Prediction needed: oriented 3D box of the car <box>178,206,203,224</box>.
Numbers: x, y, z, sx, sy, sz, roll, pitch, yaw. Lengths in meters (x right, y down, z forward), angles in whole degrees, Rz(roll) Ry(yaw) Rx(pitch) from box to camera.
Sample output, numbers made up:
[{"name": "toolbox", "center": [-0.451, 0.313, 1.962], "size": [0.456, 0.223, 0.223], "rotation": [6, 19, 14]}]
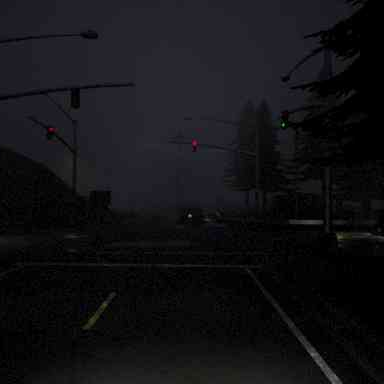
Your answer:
[{"name": "car", "center": [-0.081, 1.866, 27.983], "size": [1.994, 1.385, 4.181], "rotation": [0, -1, 2]}]

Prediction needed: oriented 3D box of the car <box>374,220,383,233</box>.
[{"name": "car", "center": [14.205, 1.868, 21.188], "size": [4.553, 1.767, 2.097], "rotation": [0, -1, 0]}]
